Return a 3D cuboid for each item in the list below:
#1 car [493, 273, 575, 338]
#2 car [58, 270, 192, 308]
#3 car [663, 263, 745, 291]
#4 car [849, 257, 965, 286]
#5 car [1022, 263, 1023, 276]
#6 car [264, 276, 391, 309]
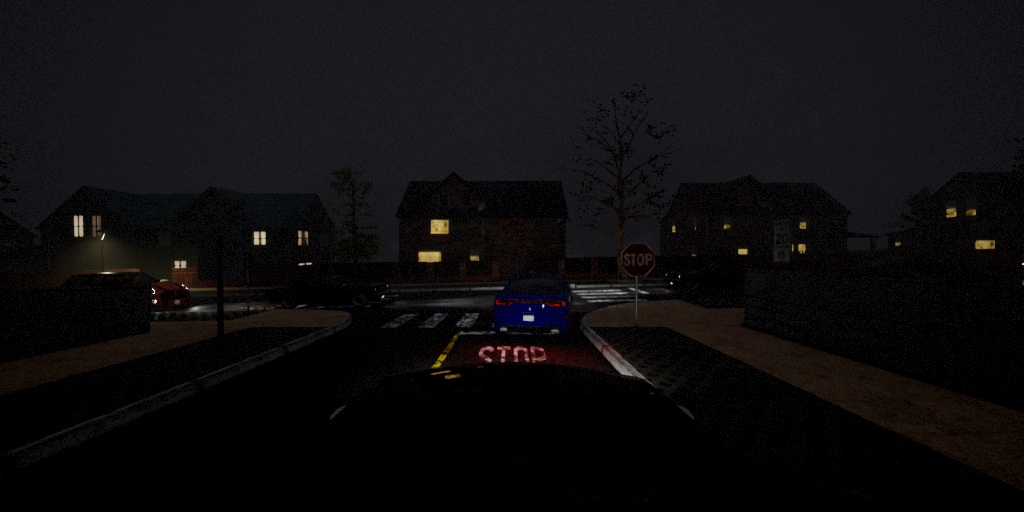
[{"bbox_3d":[0.787,1.226,10.371,1.882,1.535,5.008,0,0,10],"label":"car"},{"bbox_3d":[-16.798,1.472,15.572,4.553,1.767,2.097,-1,1,0],"label":"car"},{"bbox_3d":[10.412,1.034,18.505,4.718,1.301,1.895,-1,1,-1],"label":"car"},{"bbox_3d":[20.057,0.753,18.541,5.357,1.411,2.033,-1,1,0],"label":"car"},{"bbox_3d":[29.567,0.335,18.533,4.553,1.767,2.097,-1,1,0],"label":"car"},{"bbox_3d":[-7.810,1.506,15.579,4.718,1.301,1.895,-1,1,0],"label":"car"}]
